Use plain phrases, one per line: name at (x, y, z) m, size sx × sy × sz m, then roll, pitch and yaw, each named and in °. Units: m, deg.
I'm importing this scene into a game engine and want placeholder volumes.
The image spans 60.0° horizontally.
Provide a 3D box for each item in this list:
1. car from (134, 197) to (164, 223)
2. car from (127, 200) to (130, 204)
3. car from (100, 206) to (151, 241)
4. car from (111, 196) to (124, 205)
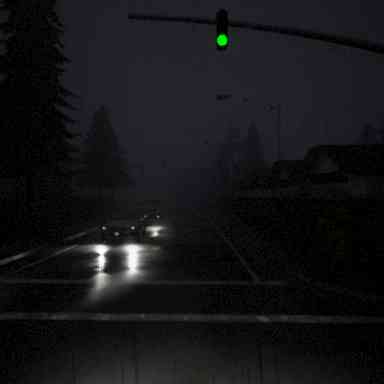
car at (-3.599, 1.540, 28.678) m, size 2.150 × 2.045 × 5.566 m, roll 0°, pitch -1°, yaw -1°
car at (-16.200, 2.193, 75.748) m, size 3.806 × 1.475 × 1.970 m, roll 0°, pitch -1°, yaw -1°
car at (-3.584, 1.731, 18.097) m, size 1.812 × 1.442 × 4.674 m, roll 0°, pitch -1°, yaw 0°
car at (-16.791, 1.874, 72.423) m, size 3.866 × 1.878 × 1.905 m, roll 0°, pitch -1°, yaw -1°
